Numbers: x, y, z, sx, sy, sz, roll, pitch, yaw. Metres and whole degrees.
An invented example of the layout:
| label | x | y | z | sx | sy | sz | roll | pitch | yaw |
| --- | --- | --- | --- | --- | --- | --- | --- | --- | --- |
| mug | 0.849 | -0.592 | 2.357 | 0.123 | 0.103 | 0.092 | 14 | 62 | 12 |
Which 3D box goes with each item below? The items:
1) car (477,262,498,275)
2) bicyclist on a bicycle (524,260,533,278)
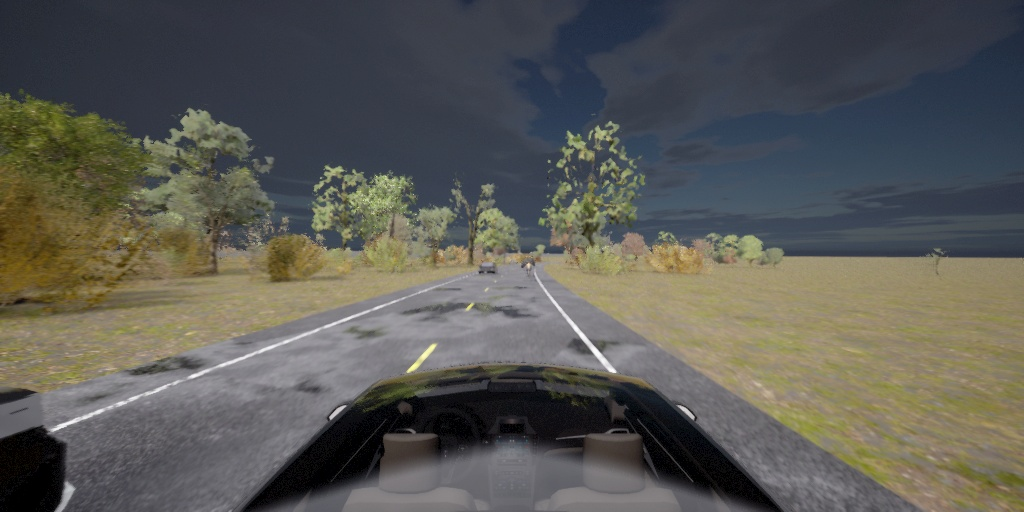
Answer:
| label | x | y | z | sx | sy | sz | roll | pitch | yaw |
| --- | --- | --- | --- | --- | --- | --- | --- | --- | --- |
| car | -2.665 | 1.382 | 40.704 | 2.033 | 1.411 | 5.357 | 0 | 0 | 3 |
| bicyclist on a bicycle | 1.554 | 1.258 | 33.314 | 0.866 | 1.612 | 1.509 | 0 | 0 | 2 |
